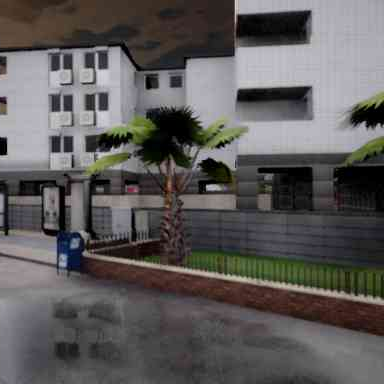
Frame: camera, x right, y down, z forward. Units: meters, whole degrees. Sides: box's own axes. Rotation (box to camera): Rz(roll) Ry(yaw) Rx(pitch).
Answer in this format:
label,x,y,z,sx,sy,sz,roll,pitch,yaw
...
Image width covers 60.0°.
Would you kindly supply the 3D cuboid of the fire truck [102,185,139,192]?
label,x,y,z,sx,sy,sz,roll,pitch,yaw
fire truck,-11.485,0.641,56.927,2.891,3.827,8.468,-1,0,35
